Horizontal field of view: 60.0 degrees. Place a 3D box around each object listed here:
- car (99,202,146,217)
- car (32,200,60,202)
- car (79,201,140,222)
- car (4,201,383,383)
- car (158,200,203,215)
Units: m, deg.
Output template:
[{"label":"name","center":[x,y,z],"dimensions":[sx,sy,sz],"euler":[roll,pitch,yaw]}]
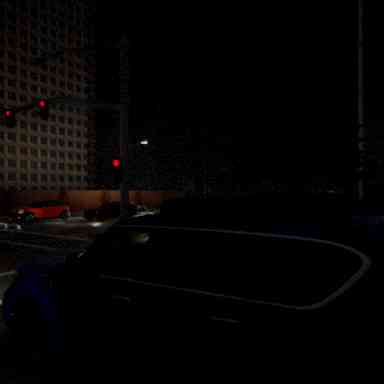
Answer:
[{"label":"car","center":[-7.056,1.699,34.086],"dimensions":[1.895,1.301,4.718],"euler":[0,0,35]},{"label":"car","center":[-12.254,1.451,26.773],"dimensions":[2.097,1.767,4.553],"euler":[0,0,35]},{"label":"car","center":[-6.868,1.570,28.311],"dimensions":[1.882,1.535,5.008],"euler":[0,0,35]},{"label":"car","center":[0.002,1.225,3.992],"dimensions":[5.566,2.045,2.150],"euler":[0,0,36]},{"label":"car","center":[-1.174,1.639,36.310],"dimensions":[2.033,1.411,5.357],"euler":[0,0,36]}]
